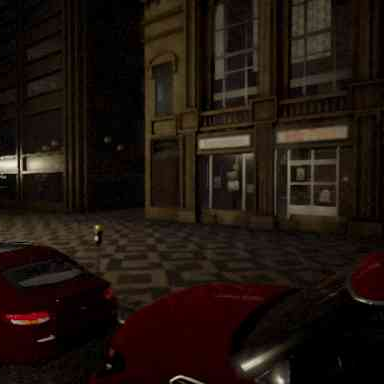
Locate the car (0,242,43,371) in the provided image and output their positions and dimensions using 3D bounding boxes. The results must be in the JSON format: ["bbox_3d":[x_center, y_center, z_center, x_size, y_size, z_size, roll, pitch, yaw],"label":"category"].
[{"bbox_3d":[-2.932,1.452,5.135,4.206,1.307,1.802,1,2,36],"label":"car"}]

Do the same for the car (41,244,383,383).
[{"bbox_3d":[1.607,1.258,1.845,5.009,1.841,2.192,1,2,36],"label":"car"}]
